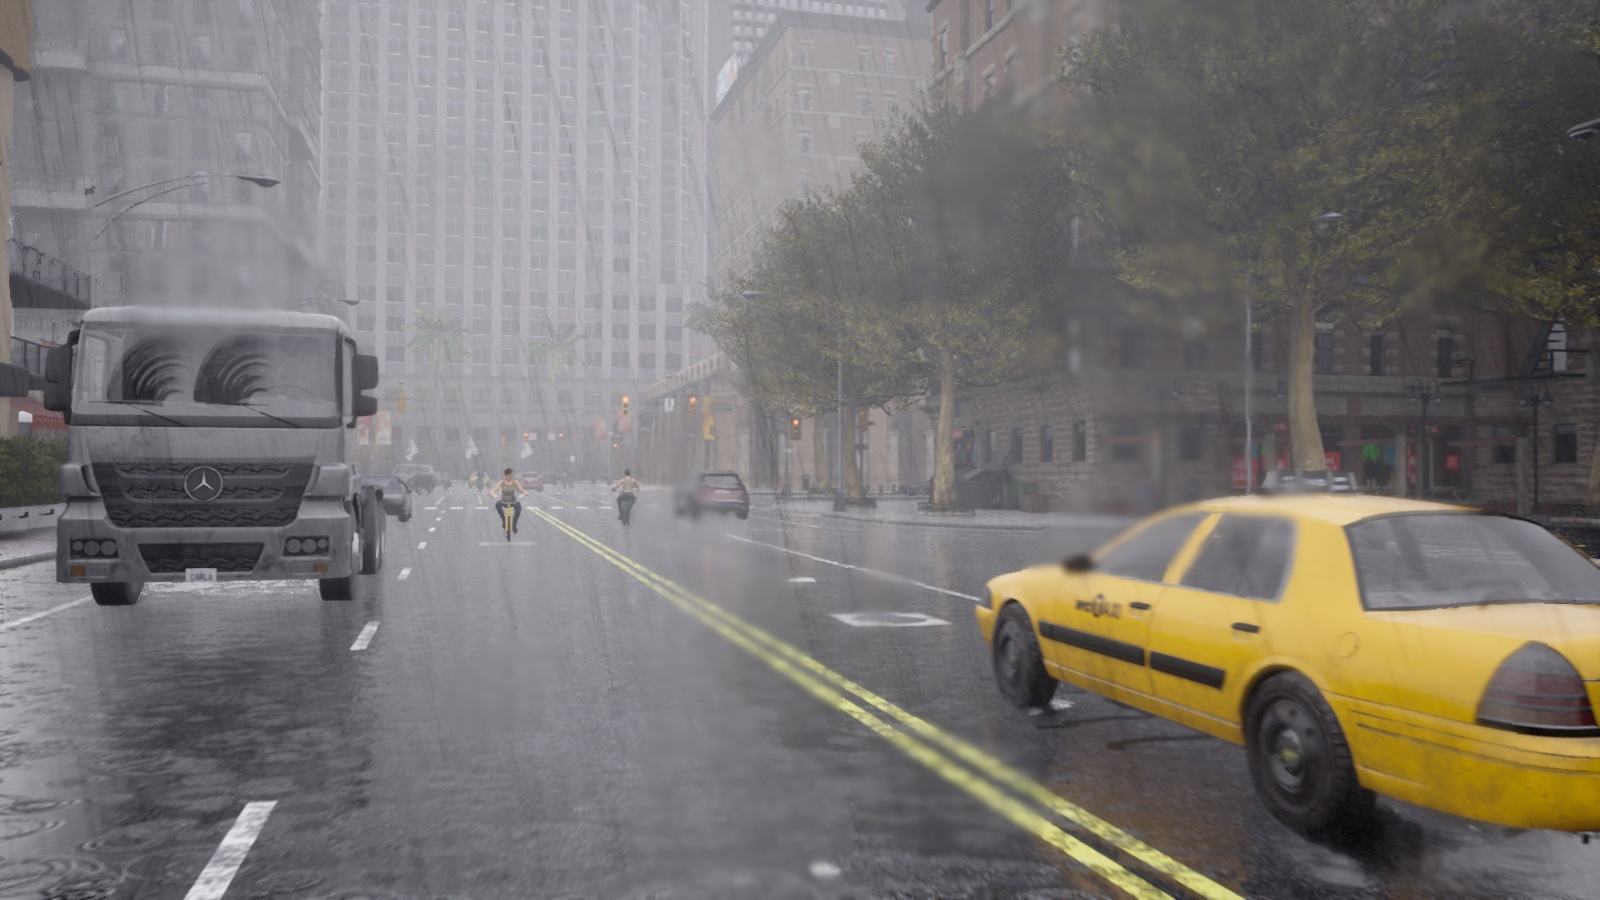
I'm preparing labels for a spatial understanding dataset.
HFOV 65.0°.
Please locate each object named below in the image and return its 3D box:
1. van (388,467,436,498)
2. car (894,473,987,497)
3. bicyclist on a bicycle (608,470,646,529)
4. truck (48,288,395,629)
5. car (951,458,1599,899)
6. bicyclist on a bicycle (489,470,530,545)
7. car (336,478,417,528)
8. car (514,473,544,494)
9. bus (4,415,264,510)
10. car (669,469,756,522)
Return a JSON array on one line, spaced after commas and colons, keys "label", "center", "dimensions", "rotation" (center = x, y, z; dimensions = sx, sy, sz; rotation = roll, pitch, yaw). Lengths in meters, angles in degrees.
[{"label": "van", "center": [-25.247, 2.085, 81.829], "dimensions": [1.775, 1.987, 4.442], "rotation": [0, -1, -1]}, {"label": "car", "center": [8.763, 2.183, 78.346], "dimensions": [5.357, 1.411, 2.033], "rotation": [0, -1, -14]}, {"label": "bicyclist on a bicycle", "center": [-4.904, 1.387, 35.526], "dimensions": [0.866, 1.612, 1.509], "rotation": [0, -1, -15]}, {"label": "truck", "center": [-7.227, 0.156, 16.957], "dimensions": [2.891, 3.462, 7.936], "rotation": [0, -1, -15]}, {"label": "car", "center": [2.665, 0.863, 6.907], "dimensions": [1.801, 1.575, 5.366], "rotation": [0, -1, -15]}, {"label": "bicyclist on a bicycle", "center": [-6.480, 1.262, 27.961], "dimensions": [0.866, 1.612, 1.509], "rotation": [0, -1, -14]}, {"label": "car", "center": [-13.091, 1.593, 39.120], "dimensions": [2.033, 1.411, 5.357], "rotation": [0, -1, -15]}, {"label": "car", "center": [-20.104, 2.471, 93.011], "dimensions": [1.970, 1.475, 3.806], "rotation": [0, -1, -15]}, {"label": "bus", "center": [-31.409, 0.601, 59.862], "dimensions": [10.273, 4.253, 3.944], "rotation": [0, -1, -14]}, {"label": "car", "center": [-2.995, 1.484, 42.015], "dimensions": [2.033, 1.649, 4.856], "rotation": [0, -1, -15]}]
